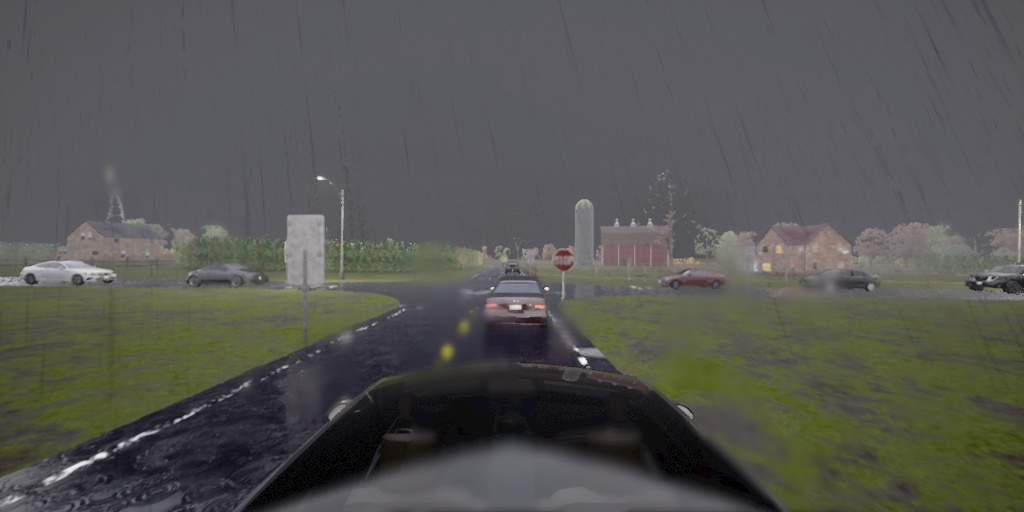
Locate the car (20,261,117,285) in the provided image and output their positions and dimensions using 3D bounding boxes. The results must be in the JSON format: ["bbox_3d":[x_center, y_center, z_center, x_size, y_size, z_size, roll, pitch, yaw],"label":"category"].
[{"bbox_3d":[-27.872,1.036,22.582,4.674,1.442,1.812,1,0,0],"label":"car"}]

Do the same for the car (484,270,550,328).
[{"bbox_3d":[0.231,1.359,11.582,2.033,1.411,5.357,0,0,3],"label":"car"}]

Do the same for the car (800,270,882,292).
[{"bbox_3d":[23.487,1.739,25.693,4.892,1.490,1.837,0,0,0],"label":"car"}]

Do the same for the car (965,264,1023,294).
[{"bbox_3d":[36.301,1.630,25.723,5.566,2.045,2.150,1,0,0],"label":"car"}]

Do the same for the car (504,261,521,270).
[{"bbox_3d":[0.094,1.562,46.883,1.837,1.490,4.892,0,0,0],"label":"car"}]

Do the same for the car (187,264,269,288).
[{"bbox_3d":[-17.826,1.224,22.608,4.181,1.385,1.994,1,0,-1],"label":"car"}]

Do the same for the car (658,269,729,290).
[{"bbox_3d":[12.925,1.616,25.696,4.674,1.442,1.812,1,0,1],"label":"car"}]
